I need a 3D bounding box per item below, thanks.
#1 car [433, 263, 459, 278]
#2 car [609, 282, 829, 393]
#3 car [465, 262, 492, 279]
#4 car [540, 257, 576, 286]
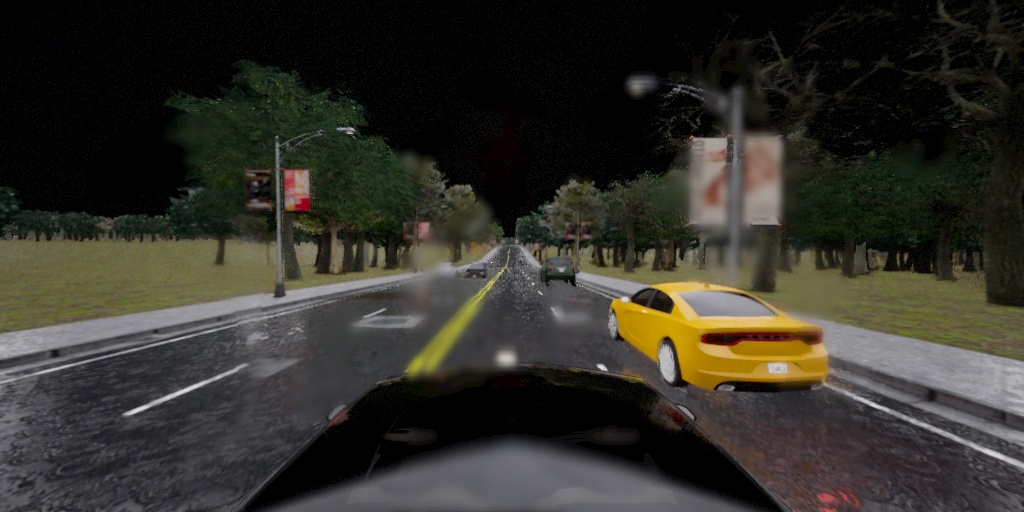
[{"bbox_3d":[-6.577,1.460,36.186,1.812,1.442,4.674,0,0,0],"label":"car"},{"bbox_3d":[3.334,1.246,6.957,1.882,1.535,5.008,0,0,0],"label":"car"},{"bbox_3d":[-3.339,1.469,34.630,2.033,1.411,5.357,0,0,0],"label":"car"},{"bbox_3d":[3.351,1.086,26.817,2.150,2.045,5.566,0,0,0],"label":"car"}]
